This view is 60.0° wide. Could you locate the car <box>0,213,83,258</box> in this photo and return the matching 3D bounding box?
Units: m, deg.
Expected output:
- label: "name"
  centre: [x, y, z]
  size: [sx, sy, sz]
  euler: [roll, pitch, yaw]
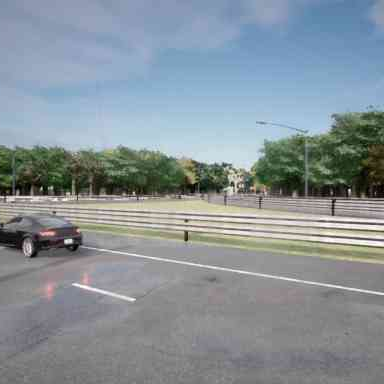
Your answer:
- label: "car"
  centre: [-6.077, 1.525, 12.744]
  size: [4.674, 1.442, 1.812]
  euler: [0, 0, 36]
